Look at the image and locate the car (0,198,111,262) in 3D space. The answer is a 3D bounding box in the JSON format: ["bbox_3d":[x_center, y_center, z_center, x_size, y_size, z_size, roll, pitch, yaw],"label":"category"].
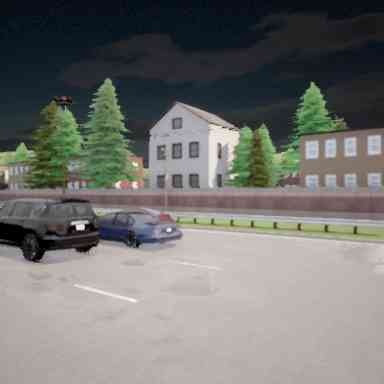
[{"bbox_3d":[-5.779,1.226,12.330,5.566,2.045,2.150,0,0,36],"label":"car"}]

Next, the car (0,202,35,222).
[{"bbox_3d":[-15.057,1.570,27.560,4.181,1.385,1.994,0,0,36],"label":"car"}]

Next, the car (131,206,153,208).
[{"bbox_3d":[-3.210,1.528,19.115,4.674,1.442,1.812,0,0,36],"label":"car"}]

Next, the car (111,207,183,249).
[{"bbox_3d":[-2.951,1.550,14.603,5.357,1.411,2.033,0,0,36],"label":"car"}]
